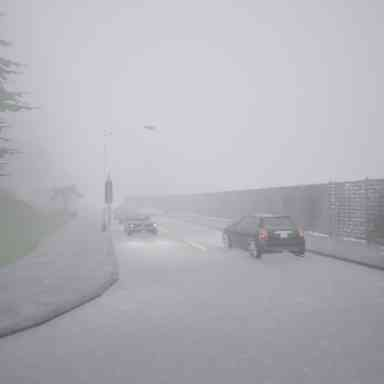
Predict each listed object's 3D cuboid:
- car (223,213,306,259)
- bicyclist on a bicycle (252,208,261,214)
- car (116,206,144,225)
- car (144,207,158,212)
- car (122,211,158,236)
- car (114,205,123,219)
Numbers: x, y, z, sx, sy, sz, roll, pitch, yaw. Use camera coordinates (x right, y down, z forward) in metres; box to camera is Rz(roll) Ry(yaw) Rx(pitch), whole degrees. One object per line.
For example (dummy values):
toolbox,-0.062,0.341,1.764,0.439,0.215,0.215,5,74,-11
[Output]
car,2.948,1.720,14.525,2.097,1.767,4.553,0,-2,-13
bicyclist on a bicycle,4.694,1.967,24.508,1.656,1.620,0.582,0,-1,-15
car,-6.175,2.438,32.714,1.812,1.442,4.674,0,-2,-15
car,-6.156,2.840,48.006,1.812,1.442,4.674,0,-2,-18
car,-3.590,2.239,22.981,1.895,1.301,4.718,0,-2,-15
car,-8.793,2.540,42.489,2.097,1.767,4.553,0,-2,-15
